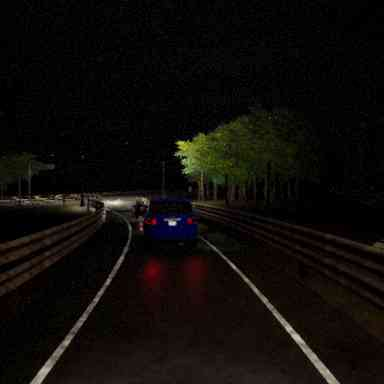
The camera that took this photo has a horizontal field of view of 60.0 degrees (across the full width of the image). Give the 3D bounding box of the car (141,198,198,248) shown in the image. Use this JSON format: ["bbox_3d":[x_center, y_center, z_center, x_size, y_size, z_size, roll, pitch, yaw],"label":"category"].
[{"bbox_3d":[-1.110,1.277,15.128,2.150,2.045,5.566,0,0,-8],"label":"car"}]

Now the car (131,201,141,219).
[{"bbox_3d":[-4.388,1.557,30.229,2.128,1.511,4.902,0,0,-16],"label":"car"}]
